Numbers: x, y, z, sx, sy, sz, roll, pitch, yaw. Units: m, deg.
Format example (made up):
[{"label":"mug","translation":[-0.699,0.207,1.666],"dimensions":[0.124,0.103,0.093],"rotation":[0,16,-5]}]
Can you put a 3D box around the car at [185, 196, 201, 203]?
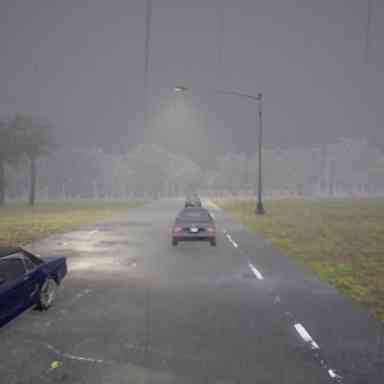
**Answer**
[{"label":"car","translation":[0.122,1.194,42.300],"dimensions":[1.994,1.385,4.181],"rotation":[0,1,0]}]

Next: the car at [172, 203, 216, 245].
[{"label":"car","translation":[0.085,1.438,14.922],"dimensions":[2.033,1.411,5.357],"rotation":[0,1,0]}]

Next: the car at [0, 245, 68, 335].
[{"label":"car","translation":[-3.588,1.576,4.891],"dimensions":[1.895,1.301,4.718],"rotation":[0,0,0]}]
